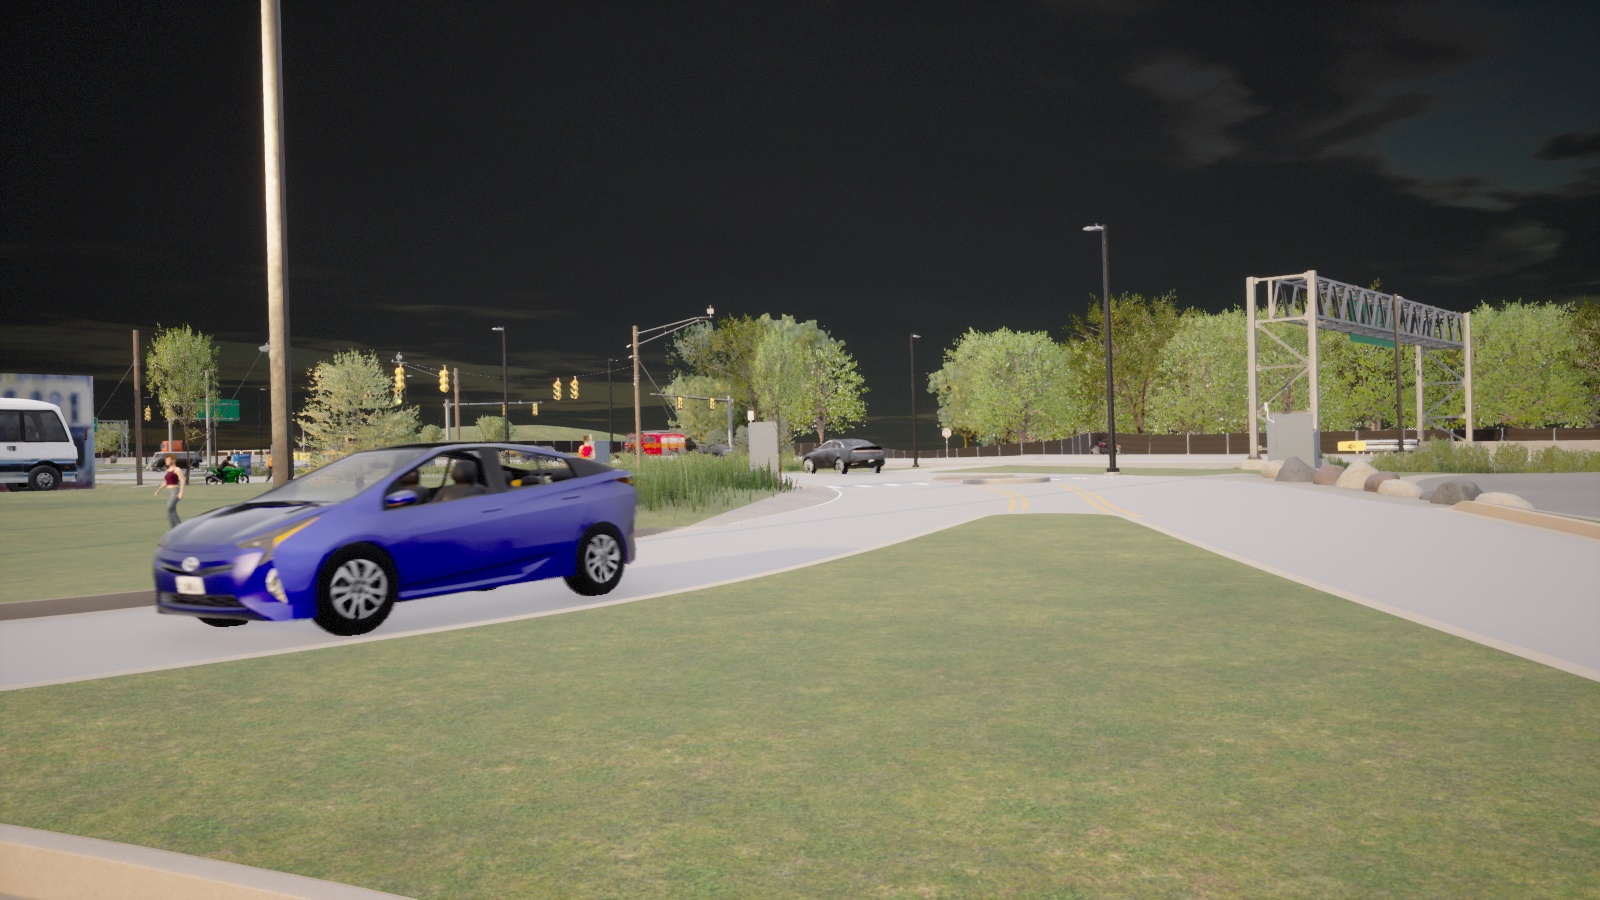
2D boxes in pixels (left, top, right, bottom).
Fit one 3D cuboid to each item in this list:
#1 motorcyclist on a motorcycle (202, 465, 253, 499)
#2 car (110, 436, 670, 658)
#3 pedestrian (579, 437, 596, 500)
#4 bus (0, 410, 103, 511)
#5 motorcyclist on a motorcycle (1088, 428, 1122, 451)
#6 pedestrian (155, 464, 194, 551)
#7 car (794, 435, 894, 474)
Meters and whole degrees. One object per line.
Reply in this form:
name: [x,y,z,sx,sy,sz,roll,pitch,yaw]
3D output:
motorcyclist on a motorcycle: [-27.925,1.544,61.277,2.044,1.523,0.797,-4,0,-36]
car: [-3.430,0.722,11.418,2.007,1.525,4.514,-3,0,33]
pedestrian: [-6.301,0.559,37.222,0.345,1.836,0.594,-3,-1,-16]
bus: [-35.867,0.543,53.158,3.944,4.253,10.273,-4,-1,41]
motorcyclist on a motorcycle: [23.171,-0.807,95.442,2.350,1.649,0.766,-1,0,32]
pedestrian: [-13.472,1.228,27.042,0.345,1.836,0.594,-4,-1,39]
car: [1.797,0.212,53.751,2.128,1.511,4.902,-2,0,-27]
